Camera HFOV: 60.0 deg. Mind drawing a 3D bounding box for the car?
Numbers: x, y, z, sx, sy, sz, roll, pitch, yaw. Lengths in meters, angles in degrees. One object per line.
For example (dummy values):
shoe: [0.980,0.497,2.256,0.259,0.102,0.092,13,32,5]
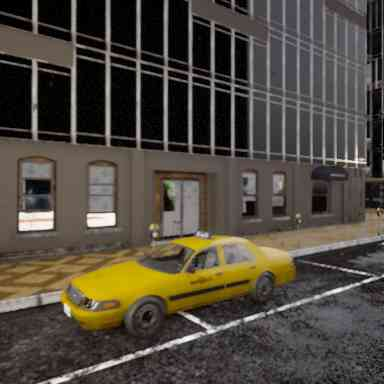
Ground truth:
car: [0.026,1.497,6.568,4.829,1.417,1.752,-1,1,-35]
